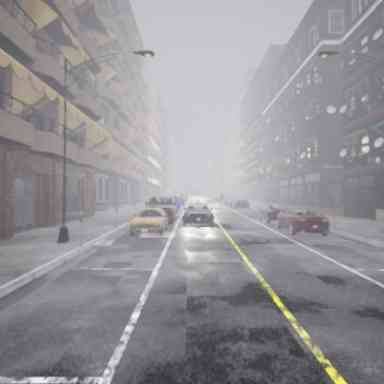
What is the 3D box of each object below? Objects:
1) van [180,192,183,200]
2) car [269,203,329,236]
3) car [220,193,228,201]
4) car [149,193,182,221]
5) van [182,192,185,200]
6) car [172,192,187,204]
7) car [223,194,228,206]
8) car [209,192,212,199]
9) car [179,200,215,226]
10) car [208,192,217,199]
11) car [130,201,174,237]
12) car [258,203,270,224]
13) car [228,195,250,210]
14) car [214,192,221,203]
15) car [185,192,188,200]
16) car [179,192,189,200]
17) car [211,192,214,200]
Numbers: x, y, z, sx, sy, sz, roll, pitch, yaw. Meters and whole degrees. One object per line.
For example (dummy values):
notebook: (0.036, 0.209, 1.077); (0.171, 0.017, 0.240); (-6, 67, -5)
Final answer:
van: (-2.109, 1.153, 34.346); (1.690, 1.788, 3.998); (2, 0, 0)
car: (5.727, 1.458, 17.676); (1.887, 1.381, 4.507); (2, 0, 0)
car: (5.814, 1.206, 50.860); (1.967, 1.590, 4.097); (1, 0, 0)
car: (-2.133, 1.181, 23.287); (2.192, 1.841, 5.009); (2, 0, 0)
van: (-2.097, 1.130, 39.878); (1.690, 1.788, 3.998); (2, 0, 0)
car: (-2.058, 1.043, 56.468); (2.192, 1.841, 5.009); (2, 0, 0)
car: (5.791, 1.331, 45.329); (1.887, 1.381, 4.507); (1, 0, 0)
car: (5.845, 1.258, 84.048); (1.802, 1.307, 4.206); (1, 0, 0)
car: (0.403, 1.442, 22.014); (1.994, 1.385, 4.181); (0, 0, 0)
car: (5.876, 0.977, 95.111); (2.192, 1.841, 5.009); (1, 0, 0)
car: (-2.152, 1.421, 17.587); (1.752, 1.417, 4.829); (2, 0, 0)
car: (5.740, 1.435, 23.207); (2.008, 1.369, 4.403); (1, 0, 0)
car: (5.778, 1.352, 39.799); (1.887, 1.381, 4.507); (1, 0, 0)
car: (5.801, 1.044, 61.922); (2.192, 1.841, 5.009); (1, 0, 0)
car: (-2.070, 1.063, 50.938); (2.192, 1.841, 5.009); (2, 0, 0)
car: (-1.995, 0.973, 84.121); (2.192, 1.841, 5.009); (1, 0, 0)
car: (5.822, 1.139, 72.985); (1.967, 1.590, 4.097); (1, 0, 0)
